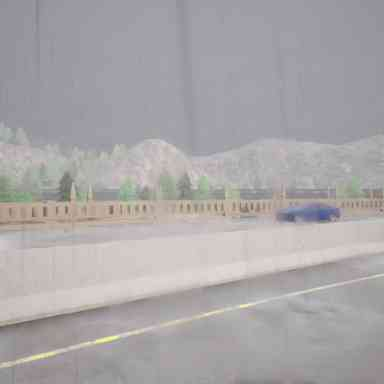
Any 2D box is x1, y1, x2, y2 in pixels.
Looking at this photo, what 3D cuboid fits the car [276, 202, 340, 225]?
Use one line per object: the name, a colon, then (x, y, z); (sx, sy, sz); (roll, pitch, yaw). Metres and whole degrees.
car: (8.438, 1.478, 24.201); (5.008, 1.535, 1.882); (0, 0, -23)
